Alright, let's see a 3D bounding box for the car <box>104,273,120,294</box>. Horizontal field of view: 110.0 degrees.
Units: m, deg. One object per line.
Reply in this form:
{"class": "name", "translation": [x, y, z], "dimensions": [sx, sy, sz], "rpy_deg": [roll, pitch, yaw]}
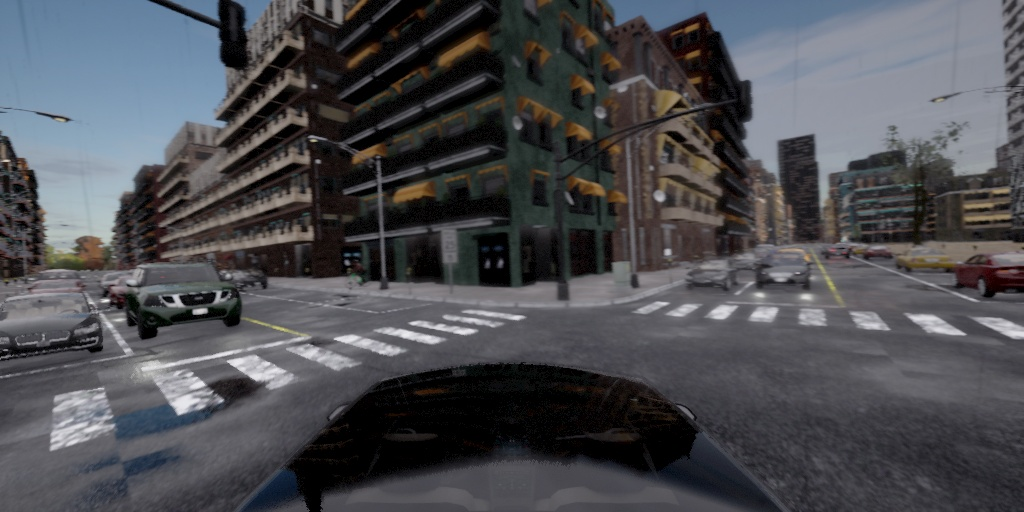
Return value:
{"class": "car", "translation": [-18.488, 1.674, 17.824], "dimensions": [5.008, 1.535, 1.882], "rpy_deg": [-2, 1, 39]}

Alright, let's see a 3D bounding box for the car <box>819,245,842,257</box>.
{"class": "car", "translation": [40.129, -0.692, 45.231], "dimensions": [1.895, 1.301, 4.718], "rpy_deg": [-3, 0, 39]}

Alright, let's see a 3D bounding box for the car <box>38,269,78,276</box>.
{"class": "car", "translation": [-28.510, 1.819, 22.593], "dimensions": [5.009, 1.841, 2.192], "rpy_deg": [0, 0, 39]}

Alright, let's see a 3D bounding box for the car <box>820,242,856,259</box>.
{"class": "car", "translation": [33.632, -0.471, 37.187], "dimensions": [2.128, 1.511, 4.902], "rpy_deg": [-3, 0, 39]}

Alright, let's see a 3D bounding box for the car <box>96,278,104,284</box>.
{"class": "car", "translation": [-26.467, 1.914, 24.258], "dimensions": [4.892, 1.490, 1.837], "rpy_deg": [-2, 1, 39]}

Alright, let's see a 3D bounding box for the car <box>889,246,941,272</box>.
{"class": "car", "translation": [23.043, 0.122, 20.167], "dimensions": [1.751, 1.417, 4.829], "rpy_deg": [0, 0, 39]}

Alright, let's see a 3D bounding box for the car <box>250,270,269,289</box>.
{"class": "car", "translation": [-18.899, 1.668, 25.610], "dimensions": [4.403, 1.370, 2.007], "rpy_deg": [0, 0, 39]}

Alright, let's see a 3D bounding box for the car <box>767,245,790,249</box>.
{"class": "car", "translation": [18.175, 0.286, 23.400], "dimensions": [1.882, 1.535, 5.008], "rpy_deg": [-3, 0, 39]}

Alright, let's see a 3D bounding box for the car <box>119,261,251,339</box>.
{"class": "car", "translation": [-10.621, 1.209, 11.478], "dimensions": [5.566, 2.045, 2.150], "rpy_deg": [-2, 1, 39]}

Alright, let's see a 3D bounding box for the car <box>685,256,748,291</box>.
{"class": "car", "translation": [9.451, 0.795, 16.808], "dimensions": [2.007, 1.370, 4.403], "rpy_deg": [0, 0, 39]}

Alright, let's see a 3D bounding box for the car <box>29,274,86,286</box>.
{"class": "car", "translation": [-24.173, 1.933, 19.102], "dimensions": [4.507, 1.381, 1.888], "rpy_deg": [0, 0, 39]}

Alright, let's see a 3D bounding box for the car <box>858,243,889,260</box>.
{"class": "car", "translation": [33.460, -0.358, 32.858], "dimensions": [1.802, 1.307, 4.207], "rpy_deg": [0, 0, 39]}

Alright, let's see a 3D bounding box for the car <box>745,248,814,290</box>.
{"class": "car", "translation": [12.237, 0.606, 16.153], "dimensions": [2.128, 1.511, 4.902], "rpy_deg": [-3, 0, 40]}

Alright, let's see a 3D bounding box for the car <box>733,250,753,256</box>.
{"class": "car", "translation": [16.467, 0.434, 25.357], "dimensions": [2.007, 1.370, 4.403], "rpy_deg": [0, 0, 39]}

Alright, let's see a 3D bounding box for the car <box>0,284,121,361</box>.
{"class": "car", "translation": [-11.164, 1.593, 8.630], "dimensions": [4.403, 1.370, 2.007], "rpy_deg": [0, 0, 39]}

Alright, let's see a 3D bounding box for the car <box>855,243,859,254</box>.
{"class": "car", "translation": [40.585, -0.771, 41.538], "dimensions": [1.751, 1.417, 4.829], "rpy_deg": [0, 0, 39]}

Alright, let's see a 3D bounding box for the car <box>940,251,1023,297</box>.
{"class": "car", "translation": [15.918, 0.503, 11.487], "dimensions": [1.888, 1.381, 4.507], "rpy_deg": [0, 0, 39]}

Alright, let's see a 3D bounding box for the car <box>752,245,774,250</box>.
{"class": "car", "translation": [23.484, -0.035, 33.905], "dimensions": [1.967, 1.591, 4.097], "rpy_deg": [0, 0, 39]}

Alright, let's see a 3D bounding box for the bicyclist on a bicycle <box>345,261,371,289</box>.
{"class": "bicyclist on a bicycle", "translation": [-9.270, 1.116, 21.600], "dimensions": [0.582, 1.620, 1.656], "rpy_deg": [-2, 1, 39]}
